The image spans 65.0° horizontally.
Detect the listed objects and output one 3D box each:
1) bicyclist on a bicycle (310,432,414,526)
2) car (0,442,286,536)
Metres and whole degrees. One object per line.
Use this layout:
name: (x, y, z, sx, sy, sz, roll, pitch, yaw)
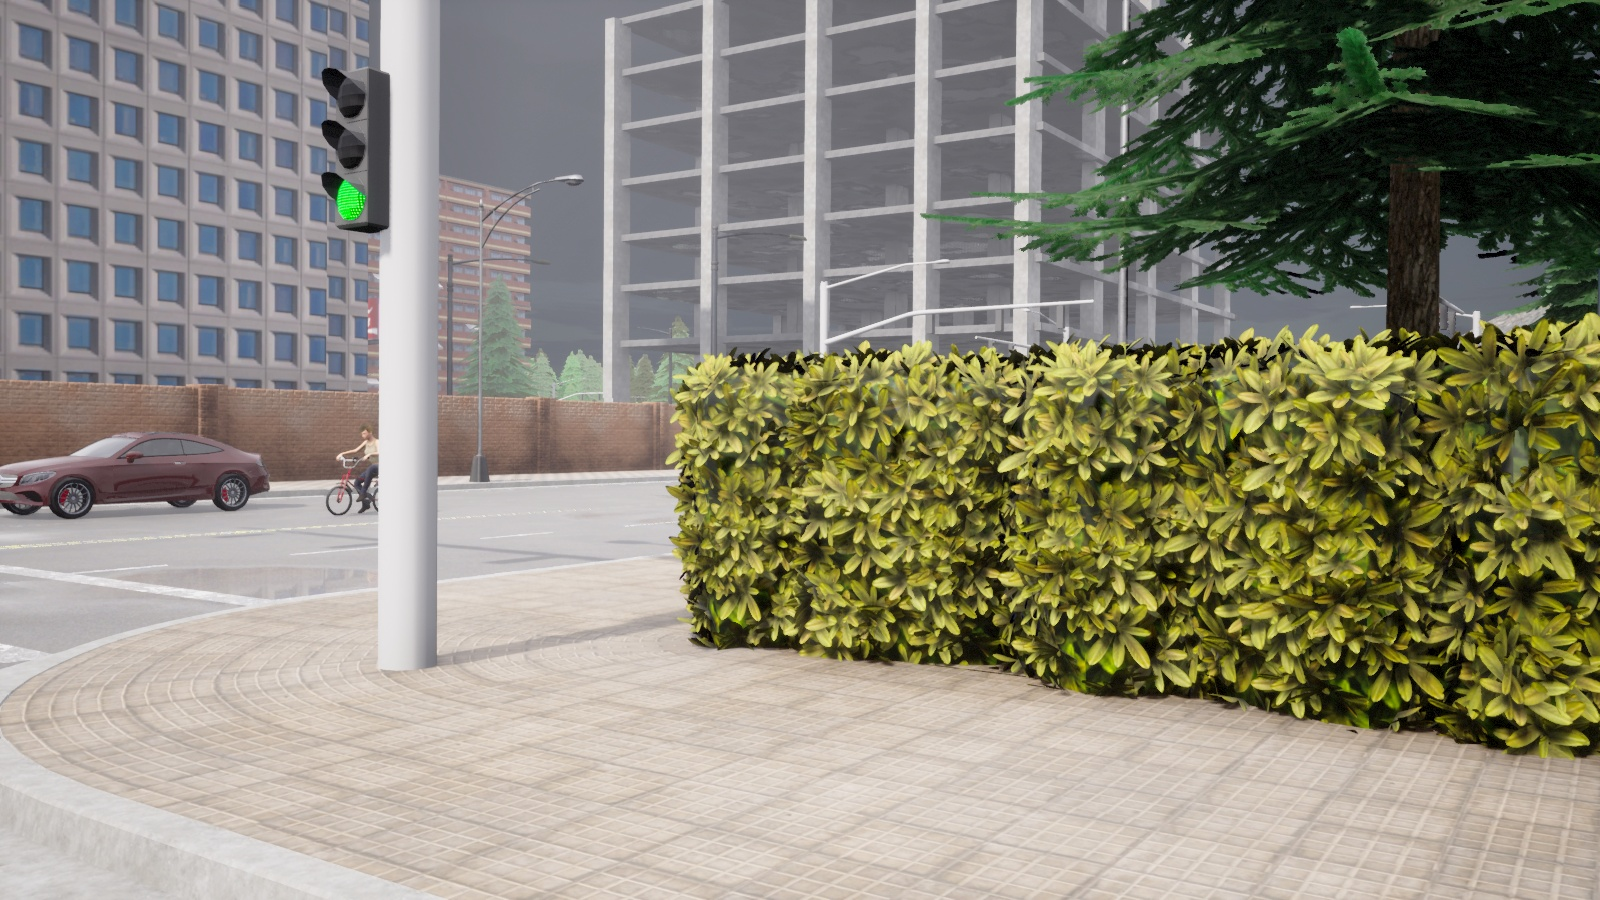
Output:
bicyclist on a bicycle: (-7.758, 0.489, 22.289, 0.866, 1.612, 1.509, 0, 1, 34)
car: (-11.841, 0.613, 22.469, 1.812, 1.442, 4.674, 0, 1, 33)
